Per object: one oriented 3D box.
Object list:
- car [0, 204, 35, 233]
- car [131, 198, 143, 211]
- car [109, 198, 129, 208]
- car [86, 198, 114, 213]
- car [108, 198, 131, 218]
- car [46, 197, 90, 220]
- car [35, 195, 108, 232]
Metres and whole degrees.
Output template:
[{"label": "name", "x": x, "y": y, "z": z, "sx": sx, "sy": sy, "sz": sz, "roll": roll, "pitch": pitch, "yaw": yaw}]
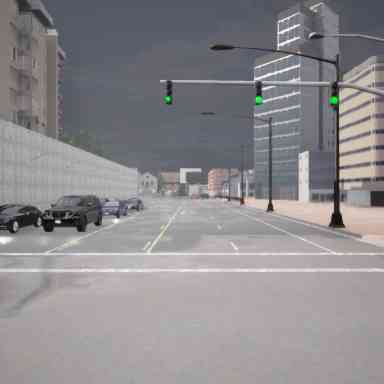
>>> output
[{"label": "car", "x": -10.610, "y": 1.505, "z": 19.767, "sx": 1.837, "sy": 1.490, "sz": 4.892, "roll": 0, "pitch": 0, "yaw": 0}, {"label": "car", "x": -7.111, "y": 1.491, "z": 40.382, "sx": 2.128, "sy": 1.511, "sz": 4.902, "roll": 0, "pitch": 0, "yaw": 0}, {"label": "car", "x": -10.581, "y": 1.601, "z": 48.713, "sx": 1.895, "sy": 1.301, "sz": 4.718, "roll": 0, "pitch": 0, "yaw": 0}, {"label": "car", "x": -10.614, "y": 1.505, "z": 38.652, "sx": 1.837, "sy": 1.490, "sz": 4.892, "roll": 0, "pitch": 0, "yaw": 0}, {"label": "car", "x": -7.114, "y": 1.526, "z": 30.039, "sx": 1.812, "sy": 1.442, "sz": 4.674, "roll": 0, "pitch": 0, "yaw": 0}, {"label": "car", "x": -10.615, "y": 1.352, "z": 28.835, "sx": 2.097, "sy": 1.767, "sz": 4.553, "roll": 0, "pitch": 0, "yaw": 0}, {"label": "car", "x": -7.107, "y": 1.221, "z": 20.399, "sx": 2.150, "sy": 2.045, "sz": 5.566, "roll": 0, "pitch": 0, "yaw": 0}]
